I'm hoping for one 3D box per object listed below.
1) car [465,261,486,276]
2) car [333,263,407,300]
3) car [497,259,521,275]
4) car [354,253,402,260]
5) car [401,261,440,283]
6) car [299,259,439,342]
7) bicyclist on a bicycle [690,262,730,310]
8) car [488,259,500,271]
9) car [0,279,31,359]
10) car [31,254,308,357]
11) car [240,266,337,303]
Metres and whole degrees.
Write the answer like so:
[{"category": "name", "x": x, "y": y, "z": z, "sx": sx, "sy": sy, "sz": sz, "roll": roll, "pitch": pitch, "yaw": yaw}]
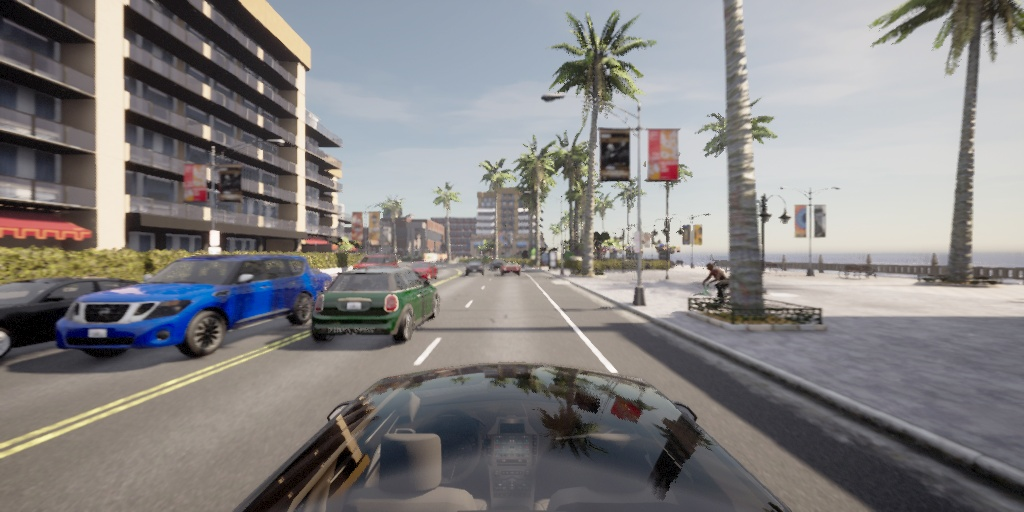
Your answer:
[{"category": "car", "x": -3.757, "y": 1.215, "z": 36.736, "sx": 1.812, "sy": 1.442, "sz": 4.674, "roll": 0, "pitch": 0, "yaw": -4}, {"category": "car", "x": -7.119, "y": 1.206, "z": 18.631, "sx": 1.882, "sy": 1.535, "sz": 5.008, "roll": 0, "pitch": 0, "yaw": 0}, {"category": "car", "x": -0.223, "y": 1.286, "z": 36.687, "sx": 1.895, "sy": 1.301, "sz": 4.718, "roll": 0, "pitch": 0, "yaw": -4}, {"category": "car", "x": -10.659, "y": 0.936, "z": 28.299, "sx": 2.150, "sy": 2.045, "sz": 5.566, "roll": 0, "pitch": 0, "yaw": 0}, {"category": "car", "x": -7.159, "y": 1.187, "z": 28.581, "sx": 1.882, "sy": 1.535, "sz": 5.008, "roll": 0, "pitch": 0, "yaw": 0}, {"category": "car", "x": -3.418, "y": 1.091, "z": 9.885, "sx": 2.097, "sy": 1.767, "sz": 4.553, "roll": 0, "pitch": 0, "yaw": 0}, {"category": "bicyclist on a bicycle", "x": 6.285, "y": 1.024, "z": 11.102, "sx": 1.656, "sy": 1.620, "sz": 0.582, "roll": 0, "pitch": 0, "yaw": 0}, {"category": "car", "x": -1.994, "y": 1.172, "z": 48.777, "sx": 1.837, "sy": 1.490, "sz": 4.892, "roll": 0, "pitch": 1, "yaw": -14}, {"category": "car", "x": -10.603, "y": 1.230, "z": 8.251, "sx": 1.882, "sy": 1.535, "sz": 5.008, "roll": 0, "pitch": 0, "yaw": 0}, {"category": "car", "x": -7.098, "y": 0.969, "z": 8.902, "sx": 2.150, "sy": 2.045, "sz": 5.566, "roll": 0, "pitch": 0, "yaw": 0}, {"category": "car", "x": -10.623, "y": 1.261, "z": 17.559, "sx": 1.812, "sy": 1.442, "sz": 4.674, "roll": 0, "pitch": 0, "yaw": 0}]
